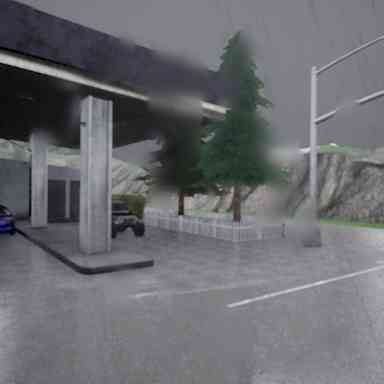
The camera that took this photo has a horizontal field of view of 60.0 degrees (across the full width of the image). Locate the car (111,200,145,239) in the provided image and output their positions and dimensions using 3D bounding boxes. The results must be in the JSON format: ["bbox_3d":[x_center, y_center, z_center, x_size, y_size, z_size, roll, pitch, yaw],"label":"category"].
[{"bbox_3d":[-4.232,1.437,18.464,1.905,1.878,3.866,1,0,-36],"label":"car"}]

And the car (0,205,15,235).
[{"bbox_3d":[-11.362,1.524,18.685,2.242,1.667,4.611,1,0,-36],"label":"car"}]
